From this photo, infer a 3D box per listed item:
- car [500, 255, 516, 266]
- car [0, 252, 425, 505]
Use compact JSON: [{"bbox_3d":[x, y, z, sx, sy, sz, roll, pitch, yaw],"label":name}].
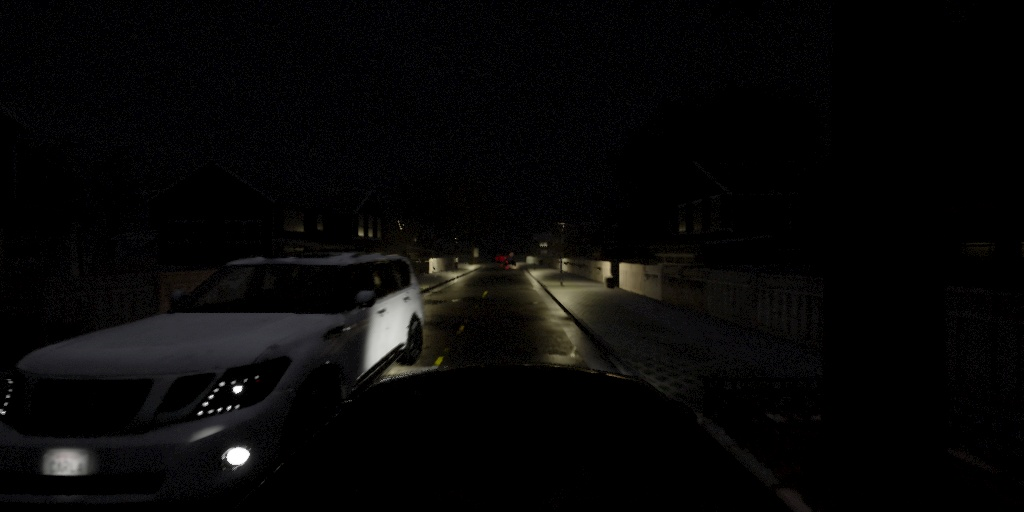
[{"bbox_3d":[-0.430,0.997,61.224,1.812,1.442,4.674,0,0,-7],"label":"car"},{"bbox_3d":[-2.827,0.962,5.046,2.150,2.045,5.566,0,0,0],"label":"car"}]
